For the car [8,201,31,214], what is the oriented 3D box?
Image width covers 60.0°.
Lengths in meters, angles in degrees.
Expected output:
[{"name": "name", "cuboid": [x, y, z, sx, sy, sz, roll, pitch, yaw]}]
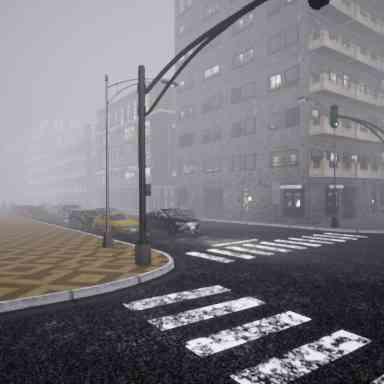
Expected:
[{"name": "car", "cuboid": [-24.933, 2.449, 48.265, 1.887, 1.381, 4.507, -2, 0, -36]}]

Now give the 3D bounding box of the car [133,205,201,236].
[{"name": "car", "cuboid": [-1.416, 1.775, 20.649, 2.128, 1.511, 4.902, -1, -1, -36]}]

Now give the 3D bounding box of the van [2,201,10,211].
[{"name": "van", "cuboid": [-31.634, 2.433, 57.378, 1.690, 1.788, 3.998, -2, 0, -36]}]

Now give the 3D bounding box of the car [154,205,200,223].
[{"name": "car", "cuboid": [-1.443, 1.915, 30.447, 2.008, 1.369, 4.403, -2, 0, -36]}]

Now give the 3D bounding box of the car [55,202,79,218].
[{"name": "car", "cuboid": [-13.230, 2.118, 36.751, 1.837, 1.490, 4.892, -1, -1, -36]}]

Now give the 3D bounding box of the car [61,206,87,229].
[{"name": "car", "cuboid": [-8.194, 2.002, 25.484, 1.947, 1.339, 4.313, -2, 0, -36]}]

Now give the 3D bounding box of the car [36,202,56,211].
[{"name": "car", "cuboid": [-26.438, 2.519, 60.122, 2.128, 1.511, 4.902, -1, -1, -37]}]

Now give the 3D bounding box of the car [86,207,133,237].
[{"name": "car", "cuboid": [-4.747, 1.865, 20.792, 1.752, 1.417, 4.829, -2, 0, -36]}]

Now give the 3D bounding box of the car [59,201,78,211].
[{"name": "car", "cuboid": [-21.532, 2.367, 57.785, 1.967, 1.590, 4.097, -2, 0, -36]}]

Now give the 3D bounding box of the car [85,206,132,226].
[{"name": "car", "cuboid": [-7.274, 1.994, 28.622, 2.033, 1.411, 5.357, -1, -1, -37]}]

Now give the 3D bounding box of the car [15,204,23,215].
[{"name": "car", "cuboid": [-21.584, 2.392, 43.709, 1.802, 1.307, 4.206, -2, 0, -36]}]

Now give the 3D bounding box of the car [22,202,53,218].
[{"name": "car", "cuboid": [-18.237, 2.262, 39.153, 1.887, 1.381, 4.507, -2, 0, -36]}]

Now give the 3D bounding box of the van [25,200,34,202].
[{"name": "van", "cuboid": [-41.621, 2.832, 85.123, 1.690, 1.788, 3.998, -2, 0, -36]}]

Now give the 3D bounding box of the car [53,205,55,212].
[{"name": "car", "cuboid": [-20.503, 2.425, 52.037, 1.994, 1.385, 4.181, -1, -1, -36]}]
